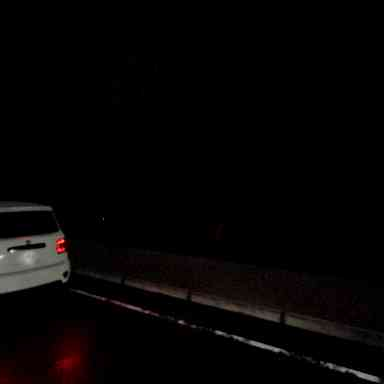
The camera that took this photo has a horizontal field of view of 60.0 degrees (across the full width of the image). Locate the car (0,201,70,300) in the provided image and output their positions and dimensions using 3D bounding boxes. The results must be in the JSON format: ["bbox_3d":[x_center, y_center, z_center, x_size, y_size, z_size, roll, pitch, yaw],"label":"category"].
[{"bbox_3d":[-5.039,1.210,7.418,5.566,2.045,2.150,0,0,36],"label":"car"}]
